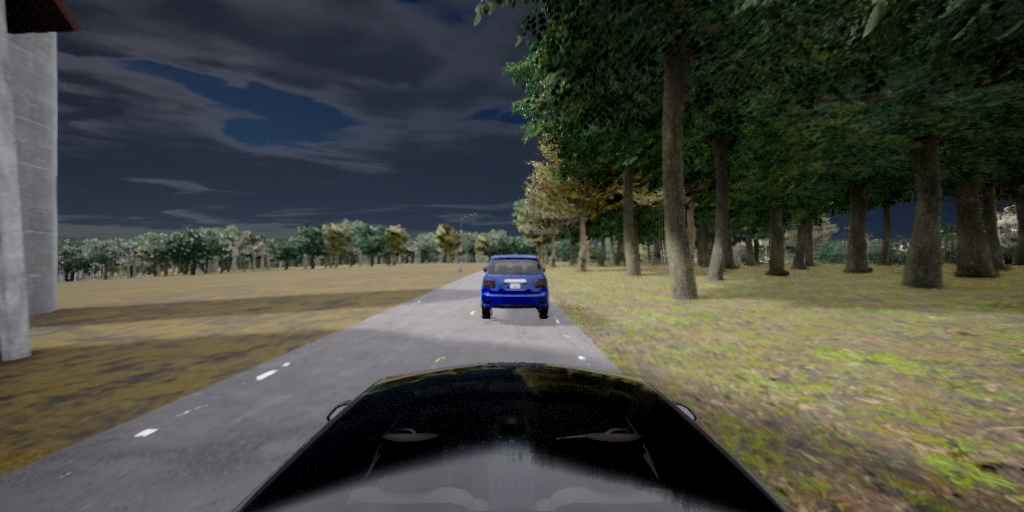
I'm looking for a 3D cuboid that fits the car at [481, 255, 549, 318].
[{"bbox_3d":[0.094,0.985,13.203,2.150,2.045,5.566,0,0,0],"label":"car"}]
